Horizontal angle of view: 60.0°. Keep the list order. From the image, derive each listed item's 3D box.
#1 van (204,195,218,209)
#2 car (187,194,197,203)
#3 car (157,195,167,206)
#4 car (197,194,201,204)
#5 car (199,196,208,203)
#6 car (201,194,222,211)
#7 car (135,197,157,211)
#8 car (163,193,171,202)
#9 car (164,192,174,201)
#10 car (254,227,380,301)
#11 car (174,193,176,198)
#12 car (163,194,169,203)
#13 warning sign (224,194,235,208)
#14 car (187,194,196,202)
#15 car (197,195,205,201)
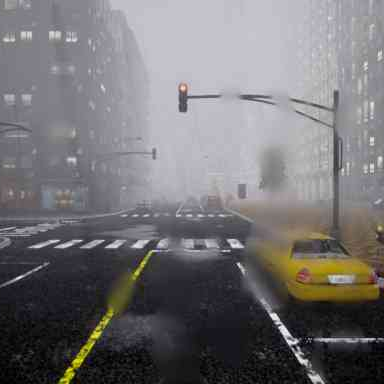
[{"bbox_3d":[2.551,1.364,46.029,1.690,1.788,3.998,0,0,0],"label":"van"},{"bbox_3d":[-0.097,1.561,68.470,1.837,1.490,4.892,0,0,0],"label":"car"},{"bbox_3d":[-5.860,1.589,57.057,2.008,1.369,4.403,0,0,0],"label":"car"},{"bbox_3d":[2.502,1.362,62.608,2.192,1.841,5.009,0,0,0],"label":"car"},{"bbox_3d":[2.471,1.612,73.662,1.887,1.381,4.507,0,0,0],"label":"car"},{"bbox_3d":[2.568,1.332,40.503,2.192,1.841,5.009,0,0,0],"label":"car"},{"bbox_3d":[-5.811,1.568,40.478,2.008,1.369,4.403,0,0,0],"label":"car"},{"bbox_3d":[-5.894,1.497,68.111,1.967,1.590,4.097,0,0,0],"label":"car"},{"bbox_3d":[-5.926,1.517,79.164,1.967,1.590,4.097,0,0,0],"label":"car"},{"bbox_3d":[2.664,1.526,8.260,1.752,1.417,4.829,0,0,0],"label":"car"},{"bbox_3d":[-5.957,1.625,90.048,1.752,1.417,4.829,0,0,0],"label":"car"},{"bbox_3d":[-5.877,1.592,62.583,1.887,1.381,4.507,0,0,0],"label":"car"},{"bbox_3d":[4.945,1.136,43.767,1.300,1.860,1.060,0,0,0],"label":"warning sign"},{"bbox_3d":[-0.233,1.433,79.658,2.097,1.767,4.553,0,0,0],"label":"car"},{"bbox_3d":[2.422,1.625,90.412,1.752,1.417,4.829,0,0,0],"label":"car"}]
